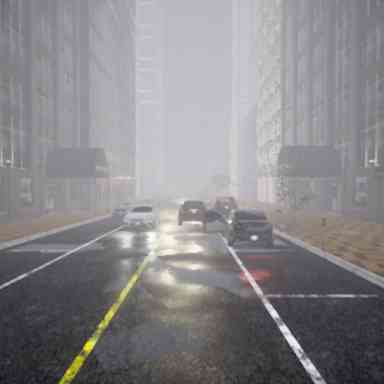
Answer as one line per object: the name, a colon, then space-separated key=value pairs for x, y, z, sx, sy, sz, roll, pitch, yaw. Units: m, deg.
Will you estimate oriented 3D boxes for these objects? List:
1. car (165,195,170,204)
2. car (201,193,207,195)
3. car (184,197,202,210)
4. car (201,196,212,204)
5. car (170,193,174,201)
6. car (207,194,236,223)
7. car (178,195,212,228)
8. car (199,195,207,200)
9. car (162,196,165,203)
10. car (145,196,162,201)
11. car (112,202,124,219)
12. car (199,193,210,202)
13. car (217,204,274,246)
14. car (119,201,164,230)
car: x=-5.660 y=1.431 z=62.547 sx=1.752 sy=1.417 sz=4.829 roll=-1 pitch=0 yaw=0
car: x=2.717 y=1.444 z=57.153 sx=1.752 sy=1.417 sz=4.829 roll=-1 pitch=0 yaw=0
car: x=0.129 y=1.441 z=42.831 sx=2.128 sy=1.511 sz=4.902 roll=0 pitch=0 yaw=0
car: x=2.721 y=1.431 z=62.827 sx=1.752 sy=1.417 sz=4.829 roll=-1 pitch=0 yaw=0
car: x=-5.651 y=1.459 z=74.067 sx=1.802 sy=1.307 sz=4.206 roll=-1 pitch=0 yaw=0
car: x=2.694 y=1.287 z=28.609 sx=2.192 sy=1.841 sz=5.009 roll=-1 pitch=0 yaw=0
car: x=0.113 y=1.329 z=24.145 sx=2.097 sy=1.767 sz=4.553 roll=0 pitch=0 yaw=0
car: x=2.736 y=1.389 z=85.359 sx=1.887 sy=1.381 sz=4.507 roll=-1 pitch=0 yaw=0
car: x=-5.667 y=1.497 z=51.369 sx=1.947 sy=1.339 sz=4.313 roll=-1 pitch=0 yaw=0
car: x=-5.671 y=1.510 z=45.695 sx=1.947 sy=1.339 sz=4.313 roll=-1 pitch=0 yaw=0
car: x=-5.683 y=1.523 z=28.672 sx=2.008 sy=1.369 sz=4.403 roll=-1 pitch=0 yaw=0
car: x=2.725 y=1.192 z=74.007 sx=2.192 sy=1.841 sz=5.009 roll=-1 pitch=0 yaw=0
car: x=2.366 y=1.491 z=15.043 sx=1.837 sy=1.490 sz=4.892 roll=0 pitch=0 yaw=0
car: x=-3.084 y=1.506 z=21.173 sx=1.812 sy=1.442 sz=4.674 roll=0 pitch=0 yaw=0
